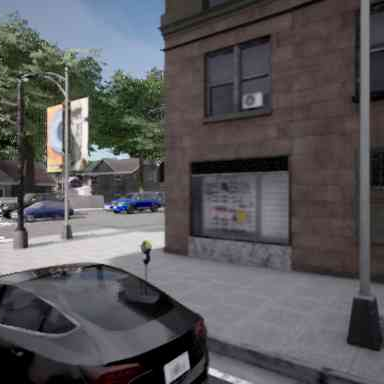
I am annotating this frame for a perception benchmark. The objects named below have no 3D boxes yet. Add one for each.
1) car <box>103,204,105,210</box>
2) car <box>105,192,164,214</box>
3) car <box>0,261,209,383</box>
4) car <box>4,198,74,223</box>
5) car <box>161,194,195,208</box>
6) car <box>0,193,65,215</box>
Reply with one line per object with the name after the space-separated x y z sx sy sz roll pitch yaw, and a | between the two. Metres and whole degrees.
-7.398 1.357 35.830 1.812 1.442 4.674 0 0 35 | car
-5.492 1.063 32.914 2.150 2.045 5.566 0 0 35 | car
-1.822 1.564 4.111 4.313 1.339 1.947 0 0 36 | car
-11.130 1.421 25.024 1.812 1.442 4.674 0 0 34 | car
-1.751 1.131 43.722 2.097 1.767 4.553 0 0 36 | car
-13.074 1.108 27.889 2.150 2.045 5.566 0 0 36 | car
